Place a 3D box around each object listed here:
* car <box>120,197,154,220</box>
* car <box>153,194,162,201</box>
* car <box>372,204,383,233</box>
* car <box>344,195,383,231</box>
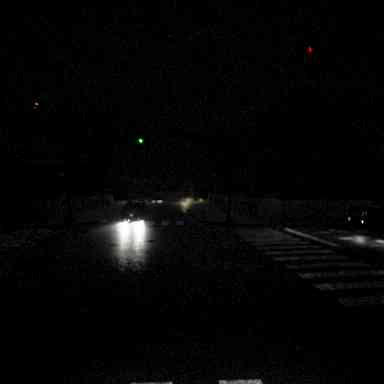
[{"bbox_3d":[-4.547,1.407,27.001,2.128,1.511,4.902,0,1,-2],"label":"car"},{"bbox_3d":[-7.491,1.163,71.657,1.994,1.385,4.181,0,0,-1],"label":"car"},{"bbox_3d":[11.084,1.398,15.023,4.674,1.442,1.812,0,0,-1],"label":"car"},{"bbox_3d":[11.390,1.101,18.285,5.566,2.045,2.150,0,0,-1],"label":"car"}]
